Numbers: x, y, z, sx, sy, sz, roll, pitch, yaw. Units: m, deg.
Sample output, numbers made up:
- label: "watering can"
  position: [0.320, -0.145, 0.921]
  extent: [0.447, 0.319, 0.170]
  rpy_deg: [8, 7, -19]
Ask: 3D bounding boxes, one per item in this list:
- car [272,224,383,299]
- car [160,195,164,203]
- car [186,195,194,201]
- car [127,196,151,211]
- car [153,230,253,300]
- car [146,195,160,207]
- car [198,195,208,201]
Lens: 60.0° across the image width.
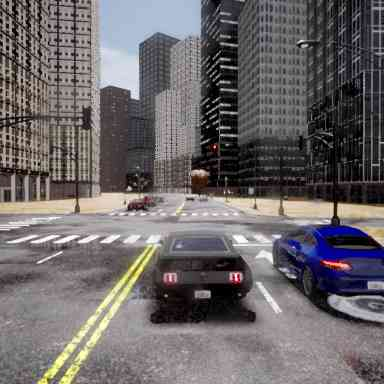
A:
- label: "car"
  position: [3.347, 1.523, 8.318]
  extent: [1.812, 1.442, 4.674]
  rpy_deg: [0, 0, 1]
- label: "car"
  position: [-6.559, 1.407, 65.481]
  extent: [2.128, 1.511, 4.902]
  rpy_deg: [0, 0, 0]
- label: "car"
  position: [-0.502, 1.469, 80.504]
  extent: [1.895, 1.301, 4.718]
  rpy_deg: [0, 0, -4]
- label: "car"
  position: [-6.573, 1.531, 40.405]
  extent: [1.994, 1.385, 4.181]
  rpy_deg: [0, 0, 0]
- label: "car"
  position: [0.104, 1.598, 8.347]
  extent: [1.895, 1.301, 4.718]
  rpy_deg: [0, 0, -3]
- label: "car"
  position: [-6.567, 1.299, 50.653]
  extent: [2.097, 1.767, 4.553]
  rpy_deg: [0, 0, 0]
- label: "car"
  position: [2.747, 1.397, 80.620]
  extent: [1.812, 1.442, 4.674]
  rpy_deg: [0, 0, -4]
